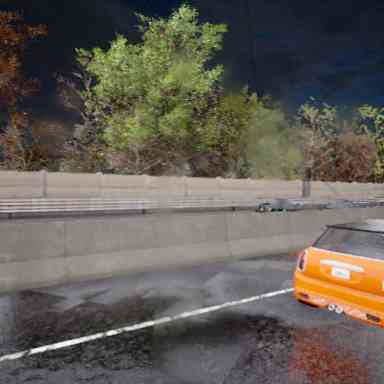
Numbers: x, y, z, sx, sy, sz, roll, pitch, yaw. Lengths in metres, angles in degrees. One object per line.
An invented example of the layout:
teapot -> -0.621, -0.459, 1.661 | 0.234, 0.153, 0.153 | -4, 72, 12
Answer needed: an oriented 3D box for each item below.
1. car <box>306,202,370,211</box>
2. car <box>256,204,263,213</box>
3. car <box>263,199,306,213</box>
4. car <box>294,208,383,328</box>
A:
car -> 10.938, 1.419, 23.921 | 5.357, 1.411, 2.033 | 0, 1, -34
car -> 7.799, 1.345, 30.242 | 4.181, 1.385, 1.994 | 0, 1, -34
car -> 8.228, 1.423, 26.320 | 4.718, 1.301, 1.895 | 0, 1, -34
car -> 4.149, 1.324, 6.518 | 4.553, 1.767, 2.097 | 0, 1, -34
